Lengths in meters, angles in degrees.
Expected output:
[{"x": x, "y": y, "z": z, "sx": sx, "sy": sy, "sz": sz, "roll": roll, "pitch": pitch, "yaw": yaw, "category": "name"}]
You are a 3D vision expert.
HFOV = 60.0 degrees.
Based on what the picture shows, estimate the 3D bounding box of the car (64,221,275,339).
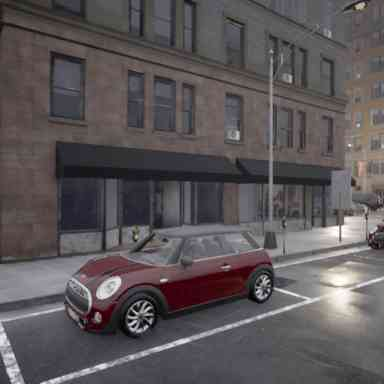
[{"x": -0.314, "y": 1.440, "z": 6.539, "sx": 4.097, "sy": 1.590, "sz": 1.967, "roll": 0, "pitch": 0, "yaw": -36, "category": "car"}]

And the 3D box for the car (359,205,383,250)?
[{"x": 8.620, "y": 1.441, "z": 12.934, "sx": 4.097, "sy": 1.590, "sz": 1.967, "roll": 0, "pitch": 0, "yaw": -36, "category": "car"}]

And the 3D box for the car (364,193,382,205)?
[{"x": 18.622, "y": 1.181, "z": 37.945, "sx": 2.150, "sy": 2.045, "sz": 5.566, "roll": 1, "pitch": 0, "yaw": -36, "category": "car"}]

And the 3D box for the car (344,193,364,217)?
[{"x": 12.333, "y": 1.245, "z": 29.665, "sx": 2.097, "sy": 1.767, "sz": 4.553, "roll": 1, "pitch": 0, "yaw": -36, "category": "car"}]

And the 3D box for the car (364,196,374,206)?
[{"x": 14.434, "y": 1.406, "z": 32.303, "sx": 2.128, "sy": 1.511, "sz": 4.902, "roll": 1, "pitch": 0, "yaw": -36, "category": "car"}]
